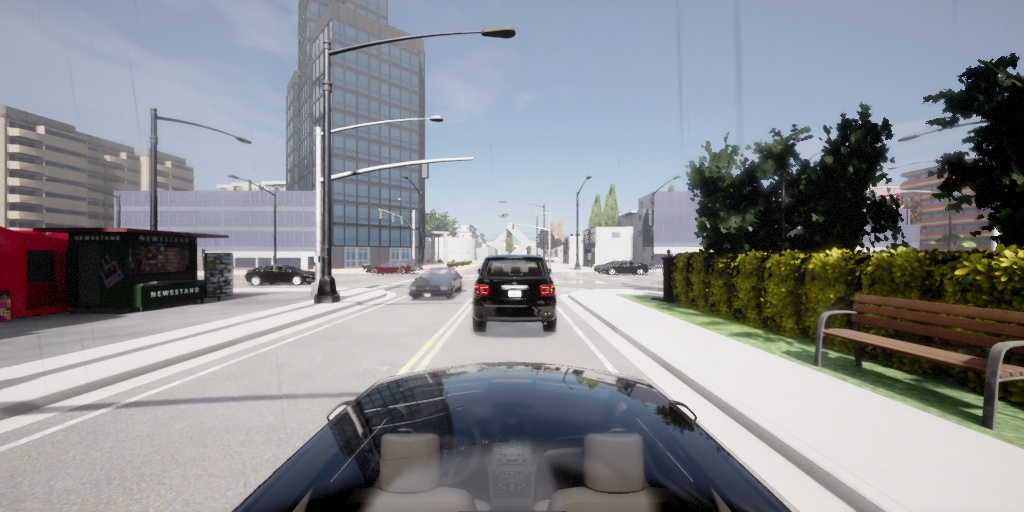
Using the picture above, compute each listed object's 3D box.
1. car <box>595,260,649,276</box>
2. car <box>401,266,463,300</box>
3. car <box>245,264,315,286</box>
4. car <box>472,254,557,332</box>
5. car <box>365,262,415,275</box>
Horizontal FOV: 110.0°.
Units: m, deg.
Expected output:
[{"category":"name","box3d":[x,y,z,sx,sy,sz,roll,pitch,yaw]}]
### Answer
[{"category":"car","box3d":[11.525,1.250,37.011,4.892,1.490,1.837,0,0,0]},{"category":"car","box3d":[-3.622,1.299,18.049,2.033,1.411,5.357,0,0,0]},{"category":"car","box3d":[-16.620,1.362,26.120,4.892,1.490,1.837,-1,0,0]},{"category":"car","box3d":[0.082,0.971,11.013,2.150,2.045,5.566,0,0,0]},{"category":"car","box3d":[-13.539,1.376,40.338,5.357,1.411,2.033,-1,0,0]}]
